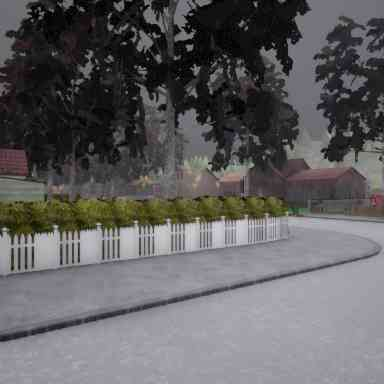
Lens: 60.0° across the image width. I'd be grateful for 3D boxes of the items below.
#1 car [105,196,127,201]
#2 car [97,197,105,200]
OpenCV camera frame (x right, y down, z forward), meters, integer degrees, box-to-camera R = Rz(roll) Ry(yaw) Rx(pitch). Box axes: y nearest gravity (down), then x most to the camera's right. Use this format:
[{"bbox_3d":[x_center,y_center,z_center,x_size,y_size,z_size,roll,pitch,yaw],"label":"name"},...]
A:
[{"bbox_3d":[-10.067,1.352,47.142,2.097,1.767,4.553,0,0,-35],"label":"car"},{"bbox_3d":[-17.268,1.564,64.447,1.994,1.385,4.181,0,0,-36],"label":"car"}]
